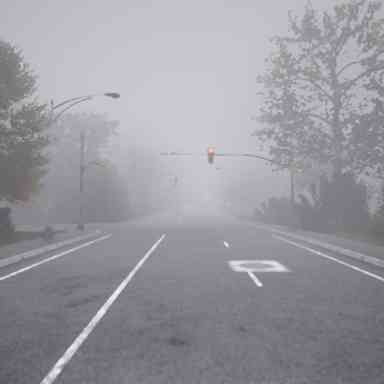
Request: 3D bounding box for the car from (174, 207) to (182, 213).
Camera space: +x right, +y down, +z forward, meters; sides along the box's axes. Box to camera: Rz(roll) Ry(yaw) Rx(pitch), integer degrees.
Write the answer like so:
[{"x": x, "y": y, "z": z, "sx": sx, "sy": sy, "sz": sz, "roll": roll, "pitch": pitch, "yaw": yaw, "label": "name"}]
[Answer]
[{"x": -3.427, "y": 4.501, "z": 82.051, "sx": 2.128, "sy": 1.511, "sz": 4.902, "roll": 0, "pitch": -1, "yaw": 1, "label": "car"}]
